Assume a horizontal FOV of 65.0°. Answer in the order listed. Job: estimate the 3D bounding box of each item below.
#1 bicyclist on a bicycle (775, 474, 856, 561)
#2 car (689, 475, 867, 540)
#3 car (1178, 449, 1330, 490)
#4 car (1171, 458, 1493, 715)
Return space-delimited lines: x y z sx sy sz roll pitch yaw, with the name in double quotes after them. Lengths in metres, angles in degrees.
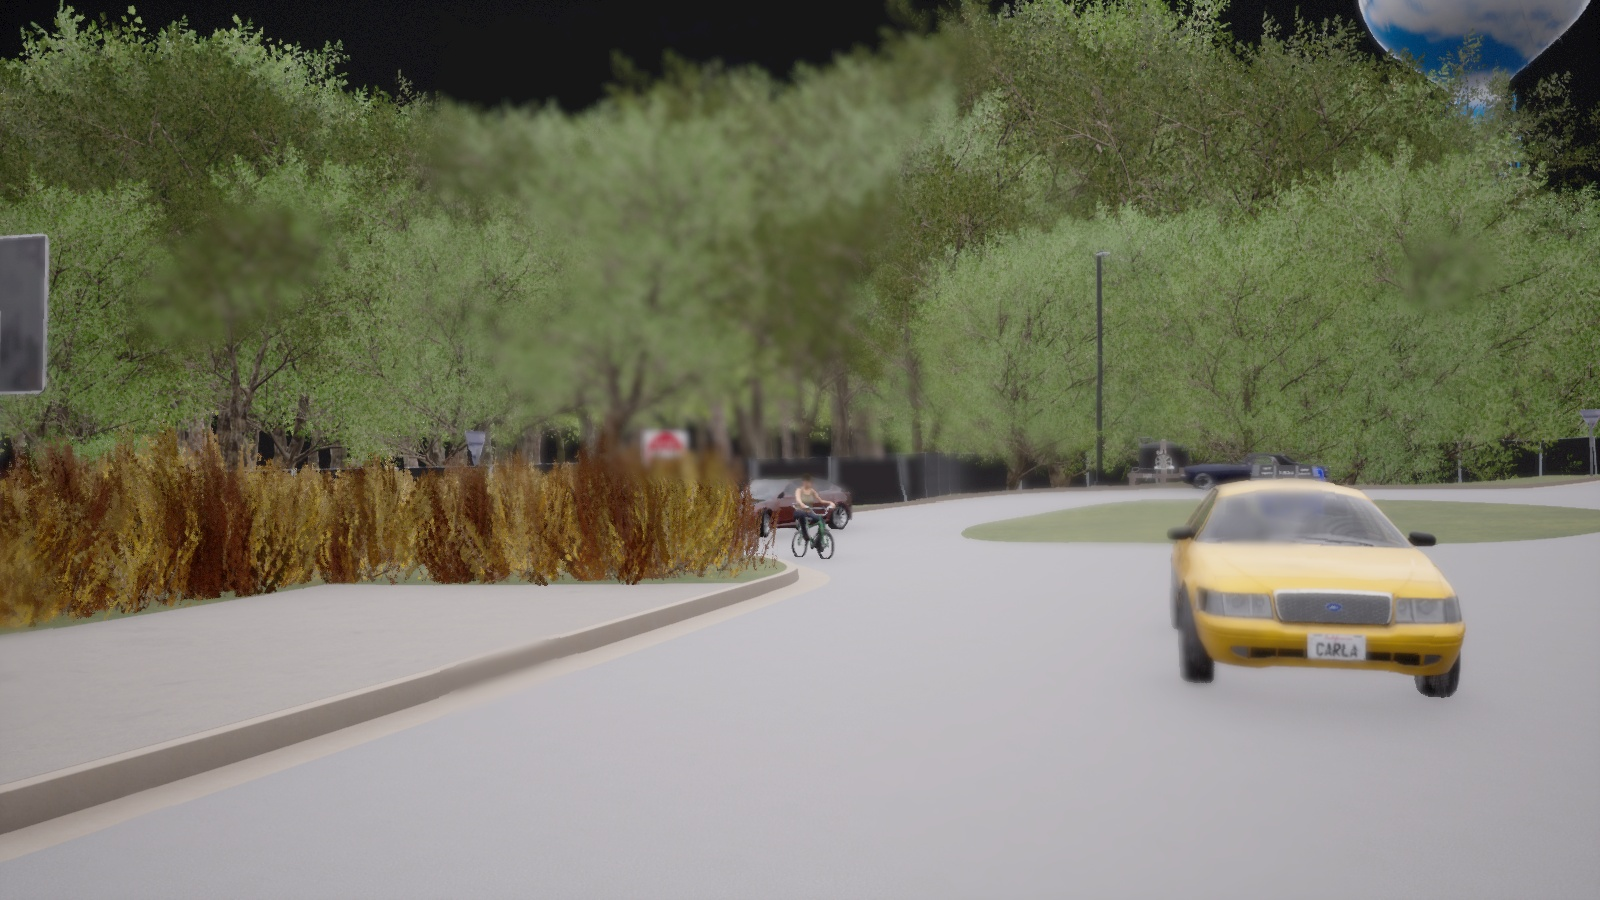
0.281 1.280 24.079 0.866 1.612 1.509 0 -3 -32 "bicyclist on a bicycle"
-0.532 1.525 34.523 2.163 1.488 4.792 -1 0 42 "car"
15.690 0.669 43.431 4.718 1.301 1.895 -1 0 26 "car"
4.108 0.866 10.558 1.801 1.575 5.366 0 0 15 "car"
